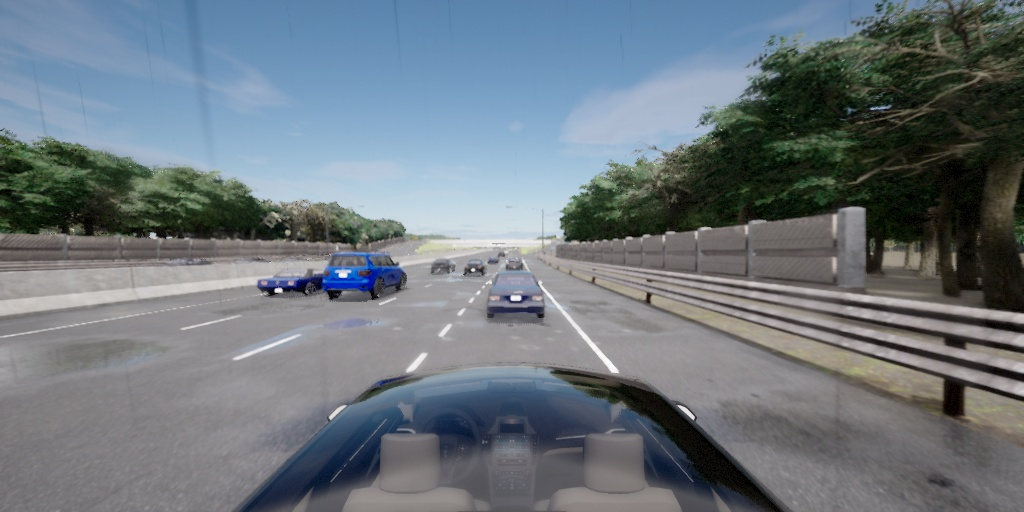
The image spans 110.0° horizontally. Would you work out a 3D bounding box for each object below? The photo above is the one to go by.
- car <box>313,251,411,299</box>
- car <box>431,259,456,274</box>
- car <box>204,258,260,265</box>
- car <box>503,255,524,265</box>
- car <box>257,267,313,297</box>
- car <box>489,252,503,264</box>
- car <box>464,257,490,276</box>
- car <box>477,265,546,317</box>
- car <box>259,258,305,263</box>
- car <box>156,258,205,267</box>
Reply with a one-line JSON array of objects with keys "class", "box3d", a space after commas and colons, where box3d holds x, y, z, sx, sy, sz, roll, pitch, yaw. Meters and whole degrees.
[{"class": "car", "box3d": [-6.864, 0.859, 17.266, 2.150, 2.045, 5.566, 0, 0, 0]}, {"class": "car", "box3d": [-6.759, 0.995, 35.704, 1.837, 1.490, 4.892, 0, 1, 0]}, {"class": "car", "box3d": [-24.477, 1.124, 32.230, 1.895, 1.301, 4.718, 0, 1, 0]}, {"class": "car", "box3d": [0.272, 0.933, 39.522, 2.128, 1.511, 4.902, 0, 1, 0]}, {"class": "car", "box3d": [-10.361, 1.232, 18.157, 1.895, 1.301, 4.718, 0, 0, 0]}, {"class": "car", "box3d": [-3.104, 0.530, 60.952, 2.033, 1.411, 5.357, 0, 2, 1]}, {"class": "car", "box3d": [-3.374, 1.039, 33.676, 1.812, 1.442, 4.674, 0, 1, 0]}, {"class": "car", "box3d": [0.120, 1.219, 12.628, 2.033, 1.411, 5.357, 0, 0, 0]}, {"class": "car", "box3d": [-20.961, 0.985, 33.933, 1.882, 1.535, 5.008, 0, 1, 1]}, {"class": "car", "box3d": [-31.453, 0.992, 34.511, 2.128, 1.511, 4.902, 0, 1, 1]}]
